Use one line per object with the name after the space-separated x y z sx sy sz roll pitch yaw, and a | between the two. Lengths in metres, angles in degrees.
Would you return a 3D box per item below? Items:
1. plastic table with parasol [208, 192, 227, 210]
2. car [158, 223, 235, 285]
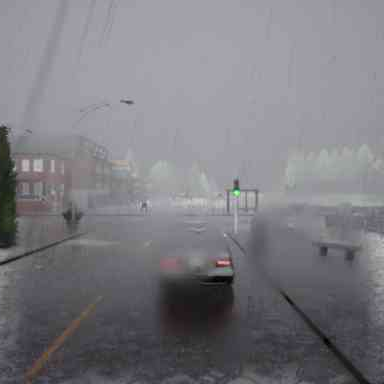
3.582 1.269 47.600 2.482 2.480 2.482 0 0 0 | plastic table with parasol
0.101 1.619 9.720 2.033 1.411 5.357 0 0 0 | car
